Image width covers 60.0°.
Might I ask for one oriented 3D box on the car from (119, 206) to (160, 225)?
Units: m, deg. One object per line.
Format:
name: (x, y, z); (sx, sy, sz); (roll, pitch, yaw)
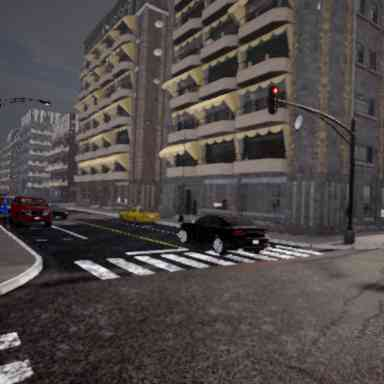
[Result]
car: (-4.311, 1.764, 26.514); (1.752, 1.417, 4.829); (3, -1, -35)

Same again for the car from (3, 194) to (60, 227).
car: (-10.623, 1.210, 21.820); (2.192, 1.841, 5.009); (3, -1, -35)

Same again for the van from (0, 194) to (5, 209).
van: (-13.851, 1.207, 26.367); (1.690, 1.788, 3.998); (3, -1, -35)

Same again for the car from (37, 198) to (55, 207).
car: (-23.571, 1.662, 53.658); (1.802, 1.307, 4.206); (3, -1, -35)

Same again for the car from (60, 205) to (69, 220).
car: (-11.880, 1.521, 27.836); (2.033, 1.411, 5.357); (3, -1, -35)

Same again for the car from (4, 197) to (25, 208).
car: (-24.268, 1.441, 45.469); (1.994, 1.385, 4.181); (3, -2, -35)

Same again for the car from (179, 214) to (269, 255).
car: (1.167, 1.675, 14.338); (1.882, 1.535, 5.008); (4, -2, -28)
